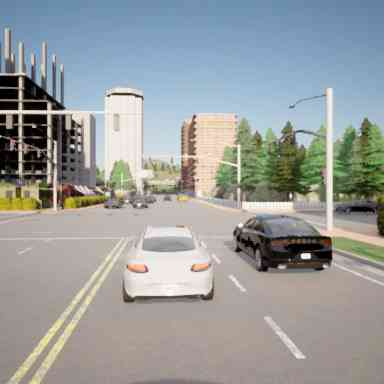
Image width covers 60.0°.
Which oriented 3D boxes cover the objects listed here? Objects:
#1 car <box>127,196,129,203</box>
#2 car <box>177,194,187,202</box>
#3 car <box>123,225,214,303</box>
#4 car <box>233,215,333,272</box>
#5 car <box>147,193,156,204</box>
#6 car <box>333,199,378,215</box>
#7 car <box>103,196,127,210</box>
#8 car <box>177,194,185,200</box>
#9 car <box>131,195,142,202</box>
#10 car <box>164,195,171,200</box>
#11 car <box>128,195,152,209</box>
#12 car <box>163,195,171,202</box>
[{"bbox_3d":[-11.550,1.488,60.463,2.128,1.511,4.902,0,0,-4],"label":"car"},{"bbox_3d":[-2.169,1.464,76.971,1.882,1.535,5.008,0,0,-4],"label":"car"},{"bbox_3d":[-0.597,1.525,8.162,1.812,1.442,4.674,0,0,-5],"label":"car"},{"bbox_3d":[2.665,1.477,10.903,1.882,1.535,5.008,0,0,-5],"label":"car"},{"bbox_3d":[-8.166,1.502,62.316,1.837,1.490,4.892,0,0,-4],"label":"car"},{"bbox_3d":[17.026,1.489,34.053,4.902,1.511,2.128,0,0,-3],"label":"car"},{"bbox_3d":[-10.388,1.544,44.245,2.033,1.411,5.357,0,0,-4],"label":"car"},{"bbox_3d":[-2.871,1.298,86.518,1.882,1.535,5.008,0,0,-4],"label":"car"},{"bbox_3d":[-12.599,1.470,75.622,1.882,1.535,5.008,0,0,-4],"label":"car"},{"bbox_3d":[-6.362,1.372,86.262,1.994,1.385,4.181,0,0,-4],"label":"car"},{"bbox_3d":[-6.906,1.488,44.755,2.128,1.511,4.902,0,0,-4],"label":"car"},{"bbox_3d":[-5.732,1.512,77.691,2.128,1.511,4.902,0,0,-4],"label":"car"}]
